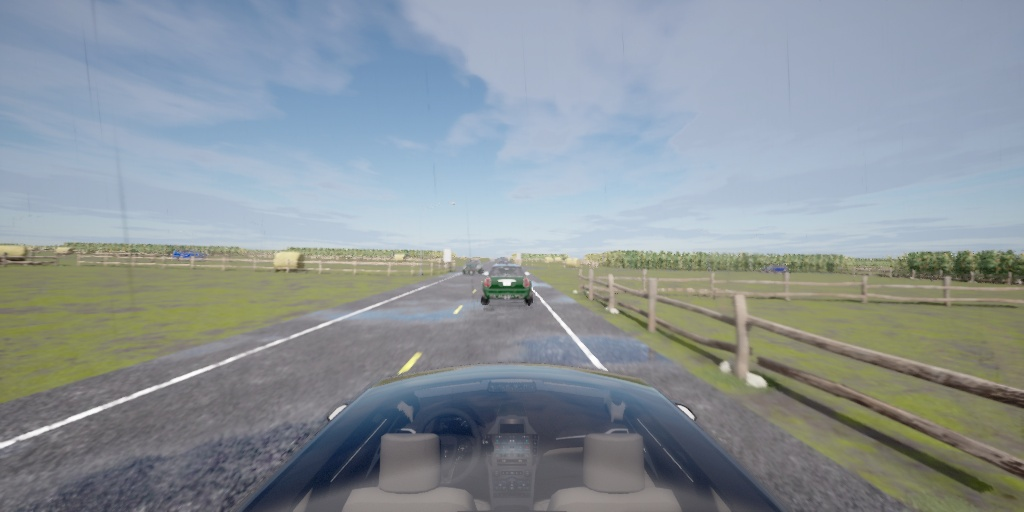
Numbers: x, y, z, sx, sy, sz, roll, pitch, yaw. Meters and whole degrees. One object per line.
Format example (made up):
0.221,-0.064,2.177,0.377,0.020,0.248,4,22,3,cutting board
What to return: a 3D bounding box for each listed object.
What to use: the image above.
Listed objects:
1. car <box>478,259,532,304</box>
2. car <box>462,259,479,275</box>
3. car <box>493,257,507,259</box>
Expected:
-0.248,1.152,16.738,2.097,1.767,4.553,0,0,-1,car
-4.409,1.204,40.814,2.097,1.767,4.553,0,0,-1,car
-0.651,1.208,36.426,2.097,1.767,4.553,0,0,-1,car
